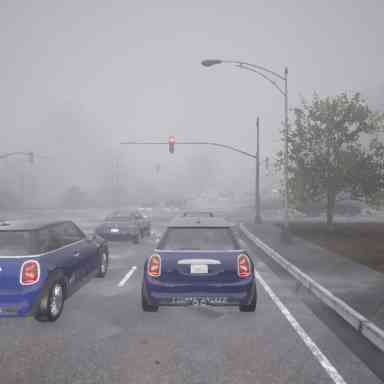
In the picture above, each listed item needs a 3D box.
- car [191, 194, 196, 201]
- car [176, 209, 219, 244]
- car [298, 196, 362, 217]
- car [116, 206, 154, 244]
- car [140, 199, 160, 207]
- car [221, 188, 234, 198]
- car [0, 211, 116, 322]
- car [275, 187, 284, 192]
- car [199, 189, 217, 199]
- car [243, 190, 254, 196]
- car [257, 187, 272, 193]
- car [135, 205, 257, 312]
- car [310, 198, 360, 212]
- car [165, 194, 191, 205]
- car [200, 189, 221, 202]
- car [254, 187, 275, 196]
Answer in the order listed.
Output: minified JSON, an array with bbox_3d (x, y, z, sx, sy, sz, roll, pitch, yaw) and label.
[{"bbox_3d":[-0.684,1.216,67.983,2.128,1.511,4.902,0,2,22],"label":"car"},{"bbox_3d":[0.326,1.633,16.940,1.895,1.301,4.718,0,0,2],"label":"car"},{"bbox_3d":[12.898,1.267,31.339,5.566,2.045,2.150,0,0,3],"label":"car"},{"bbox_3d":[-3.199,1.594,16.018,1.994,1.385,4.181,0,0,2],"label":"car"},{"bbox_3d":[-6.335,1.673,50.053,1.994,1.385,4.181,0,0,13],"label":"car"},{"bbox_3d":[8.108,0.273,78.452,2.150,2.045,5.566,0,3,28],"label":"car"},{"bbox_3d":[-3.365,1.361,7.405,2.097,1.767,4.553,0,0,1],"label":"car"},{"bbox_3d":[23.401,-0.598,89.378,1.882,1.535,5.008,0,3,38],"label":"car"},{"bbox_3d":[3.805,0.427,77.779,2.150,2.045,5.566,0,3,26],"label":"car"},{"bbox_3d":[14.132,0.206,81.913,1.812,1.442,4.674,0,3,33],"label":"car"},{"bbox_3d":[19.801,-0.522,90.398,2.128,1.511,4.902,0,3,38],"label":"car"},{"bbox_3d":[0.139,1.361,7.909,2.097,1.767,4.553,0,0,0],"label":"car"},{"bbox_3d":[16.434,1.532,38.431,4.892,1.490,1.837,-1,0,4],"label":"car"},{"bbox_3d":[-2.362,1.315,51.689,2.150,2.045,5.566,0,0,14],"label":"car"},{"bbox_3d":[3.564,0.831,69.086,2.150,2.045,5.566,0,2,23],"label":"car"},{"bbox_3d":[17.662,0.142,80.977,2.128,1.511,4.902,0,3,33],"label":"car"}]
